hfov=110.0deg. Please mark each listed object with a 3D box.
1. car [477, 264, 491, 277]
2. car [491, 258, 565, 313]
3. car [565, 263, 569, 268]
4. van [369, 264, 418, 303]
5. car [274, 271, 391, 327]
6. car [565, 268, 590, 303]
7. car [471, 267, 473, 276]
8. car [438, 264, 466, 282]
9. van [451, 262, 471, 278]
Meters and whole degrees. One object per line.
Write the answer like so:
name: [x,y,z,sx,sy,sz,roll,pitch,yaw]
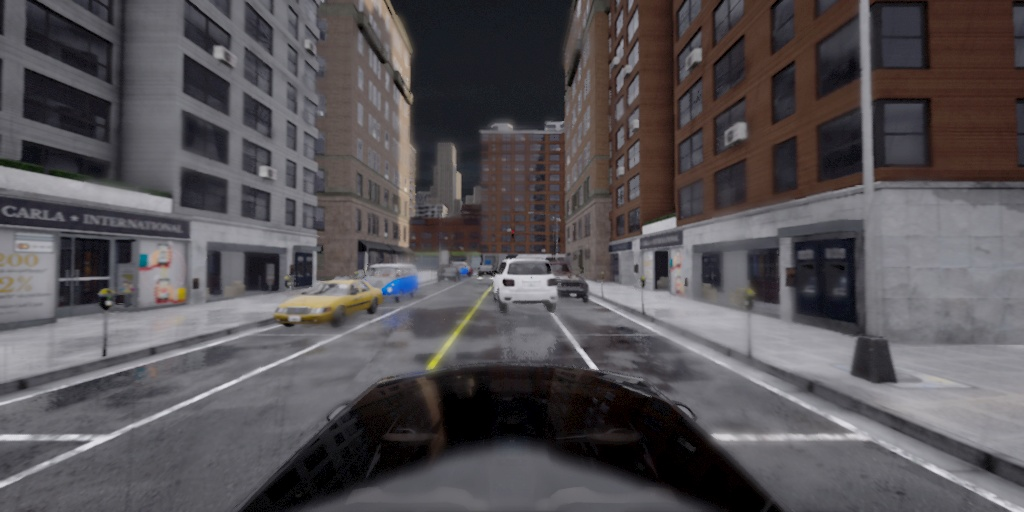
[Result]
car: [-3.068,1.787,43.788,1.837,1.490,4.892,0,-1,0]
car: [0.415,1.128,15.146,2.150,2.045,5.566,0,-1,-6]
car: [2.661,1.322,23.197,2.192,1.841,5.009,0,0,0]
van: [-5.863,1.279,17.717,1.690,1.789,3.998,0,0,0]
car: [-5.861,1.396,12.064,1.751,1.417,4.829,0,0,0]
car: [2.663,1.489,17.716,2.007,1.370,4.403,0,0,0]
car: [-5.872,1.843,45.124,1.888,1.381,4.507,0,0,0]
car: [-5.868,1.717,34.161,1.948,1.339,4.313,0,0,0]
van: [-5.870,1.566,39.642,1.690,1.789,3.998,0,0,0]
